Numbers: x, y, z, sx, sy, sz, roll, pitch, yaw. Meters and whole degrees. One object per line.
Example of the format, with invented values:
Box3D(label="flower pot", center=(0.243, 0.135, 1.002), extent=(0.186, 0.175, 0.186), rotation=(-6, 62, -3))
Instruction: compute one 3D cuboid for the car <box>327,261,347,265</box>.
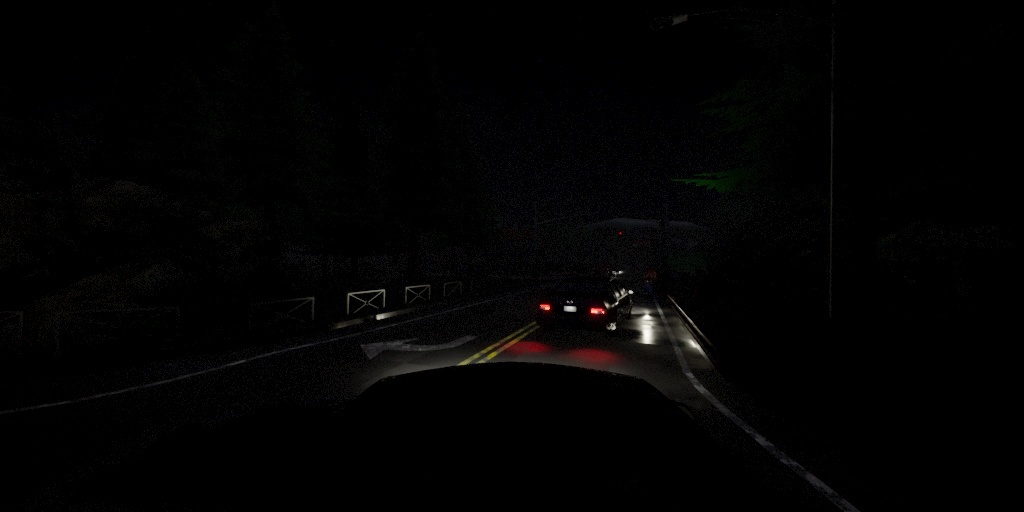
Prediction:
Box3D(label="car", center=(-24.495, 1.468, 51.998), extent=(5.357, 1.411, 2.033), rotation=(1, -1, 23))

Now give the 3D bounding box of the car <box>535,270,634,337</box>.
Box3D(label="car", center=(2.313, 1.276, 10.289), extent=(2.033, 1.411, 5.357), rotation=(1, -1, 24))

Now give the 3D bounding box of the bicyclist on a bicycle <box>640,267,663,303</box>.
Box3D(label="bicyclist on a bicycle", center=(6.444, 1.340, 16.492), extent=(1.656, 1.620, 0.582), rotation=(1, -1, -31))

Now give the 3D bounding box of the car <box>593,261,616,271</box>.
Box3D(label="car", center=(12.437, 1.642, 48.812), extent=(2.150, 2.045, 5.566), rotation=(1, -1, 20))

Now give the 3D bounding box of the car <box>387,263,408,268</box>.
Box3D(label="car", center=(-14.727, 1.620, 48.158), extent=(4.181, 1.385, 1.994), rotation=(1, -1, 20))

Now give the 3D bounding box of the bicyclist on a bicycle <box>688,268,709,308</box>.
Box3D(label="bicyclist on a bicycle", center=(7.888, 1.353, 15.108), extent=(1.656, 1.620, 0.582), rotation=(1, -1, -34))

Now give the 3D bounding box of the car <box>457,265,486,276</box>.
Box3D(label="car", center=(-5.331, 1.755, 44.752), extent=(4.181, 1.385, 1.994), rotation=(1, -1, 20))
